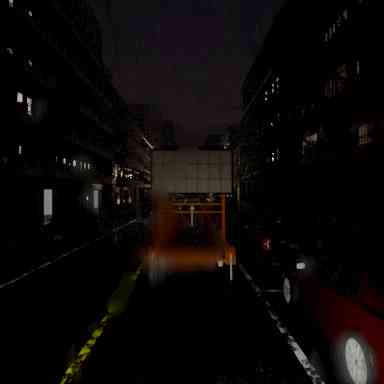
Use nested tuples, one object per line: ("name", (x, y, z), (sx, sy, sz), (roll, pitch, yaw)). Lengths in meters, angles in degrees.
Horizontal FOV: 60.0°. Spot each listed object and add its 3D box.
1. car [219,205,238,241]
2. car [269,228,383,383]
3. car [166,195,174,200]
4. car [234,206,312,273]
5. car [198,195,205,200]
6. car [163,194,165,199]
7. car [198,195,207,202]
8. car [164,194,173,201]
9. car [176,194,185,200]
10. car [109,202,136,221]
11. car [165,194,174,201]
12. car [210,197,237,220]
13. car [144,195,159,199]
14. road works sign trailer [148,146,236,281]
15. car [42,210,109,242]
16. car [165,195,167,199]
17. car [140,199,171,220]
("car", (2.669, 1.550, 16.313), (2.008, 1.369, 4.403), (0, 0, 0))
("car", (2.685, 1.545, 5.040), (1.887, 1.381, 4.507), (0, 0, 0))
("car", (-5.816, 1.516, 89.579), (1.887, 1.381, 4.507), (0, 0, 0))
("car", (2.677, 1.440, 10.677), (1.967, 1.590, 4.097), (0, 0, 0))
("car", (2.564, 1.516, 89.586), (1.887, 1.381, 4.507), (0, 0, 0))
("car", (-5.759, 1.305, 50.124), (2.192, 1.841, 5.009), (0, 0, 0))
("car", (2.580, 1.503, 78.483), (1.752, 1.417, 4.829), (0, 0, 0))
("car", (-5.808, 1.414, 83.941), (1.967, 1.590, 4.097), (0, 0, 0))
("car", (-3.126, 1.196, 88.560), (2.150, 2.045, 5.566), (0, 0, 0))
("car", (-5.728, 1.523, 27.407), (1.752, 1.417, 4.829), (0, 0, 0))
("car", (-5.799, 1.292, 78.305), (2.192, 1.841, 5.009), (0, 0, 0))
("car", (2.654, 1.312, 27.586), (2.192, 1.841, 5.009), (0, 0, 0))
("car", (-5.752, 1.432, 44.487), (1.967, 1.590, 4.097), (0, 0, 0))
("road works sign trailer", (0.001, 0.464, 9.822), (2.380, 3.560, 2.880), (0, 0, 0))
("car", (-5.712, 1.565, 16.304), (1.947, 1.339, 4.313), (0, 0, 0))
("car", (-5.769, 1.570, 55.760), (1.802, 1.307, 4.206), (0, 0, 0))
("car", (-3.141, 1.561, 28.419), (1.994, 1.385, 4.181), (0, 0, 0))
